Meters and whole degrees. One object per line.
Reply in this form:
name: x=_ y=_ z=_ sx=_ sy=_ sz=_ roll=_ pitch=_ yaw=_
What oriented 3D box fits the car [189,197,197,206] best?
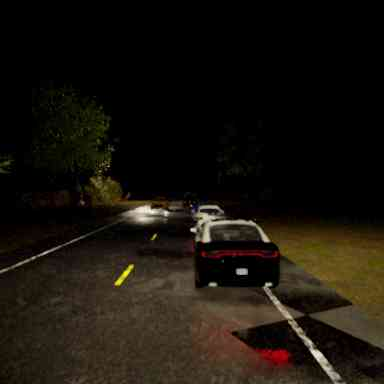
car: x=0.890 y=1.401 z=25.204 sx=1.882 sy=1.535 sz=5.008 roll=0 pitch=0 yaw=0

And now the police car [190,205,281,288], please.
police car: x=0.994 y=1.399 z=9.314 sx=1.930 sy=1.638 sz=5.238 roll=0 pitch=0 yaw=0

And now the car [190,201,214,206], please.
car: x=0.929 y=1.469 z=19.205 sx=1.812 sy=1.442 sz=4.674 roll=0 pitch=0 yaw=0

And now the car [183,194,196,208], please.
car: x=-0.267 y=1.387 z=46.076 sx=2.033 sy=1.411 sz=5.357 roll=0 pitch=0 yaw=0

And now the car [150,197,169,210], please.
car: x=-3.851 y=1.343 z=40.080 sx=1.882 sy=1.535 sz=5.008 roll=0 pitch=0 yaw=0

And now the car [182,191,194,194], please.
car: x=-0.399 y=0.983 z=63.601 sx=2.150 sy=2.045 sz=5.566 roll=0 pitch=0 yaw=0
